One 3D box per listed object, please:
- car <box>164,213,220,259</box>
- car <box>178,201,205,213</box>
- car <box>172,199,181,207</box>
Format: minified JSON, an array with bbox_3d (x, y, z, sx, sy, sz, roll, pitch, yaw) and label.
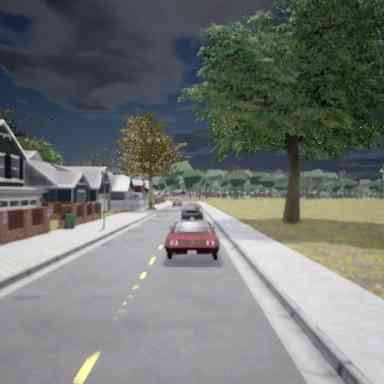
[{"bbox_3d":[0.021,1.740,13.241,1.895,1.301,4.718,0,-1,0],"label":"car"},{"bbox_3d":[0.028,1.808,28.497,1.837,1.490,4.892,0,0,0],"label":"car"},{"bbox_3d":[-2.854,2.201,64.977,1.837,1.490,4.892,0,0,0],"label":"car"}]
